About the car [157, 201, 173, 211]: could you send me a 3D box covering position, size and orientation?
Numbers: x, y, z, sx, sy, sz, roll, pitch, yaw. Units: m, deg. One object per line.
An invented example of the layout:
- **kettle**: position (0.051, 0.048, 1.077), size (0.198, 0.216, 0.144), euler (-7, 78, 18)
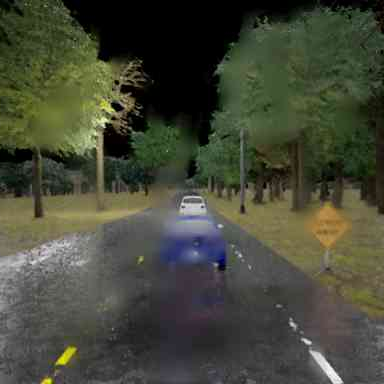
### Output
- **car**: position (-3.581, 1.839, 44.167), size (1.895, 1.301, 4.718), euler (0, 0, 0)

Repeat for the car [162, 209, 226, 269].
- **car**: position (0.071, 1.565, 11.504), size (1.882, 1.535, 5.008), euler (0, 0, 0)

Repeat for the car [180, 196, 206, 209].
- **car**: position (0.093, 1.400, 29.528), size (2.150, 2.045, 5.566), euler (0, 0, 0)

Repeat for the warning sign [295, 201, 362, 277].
- **warning sign**: position (3.563, 1.187, 8.801), size (1.300, 1.860, 1.060), euler (1, 0, 0)
